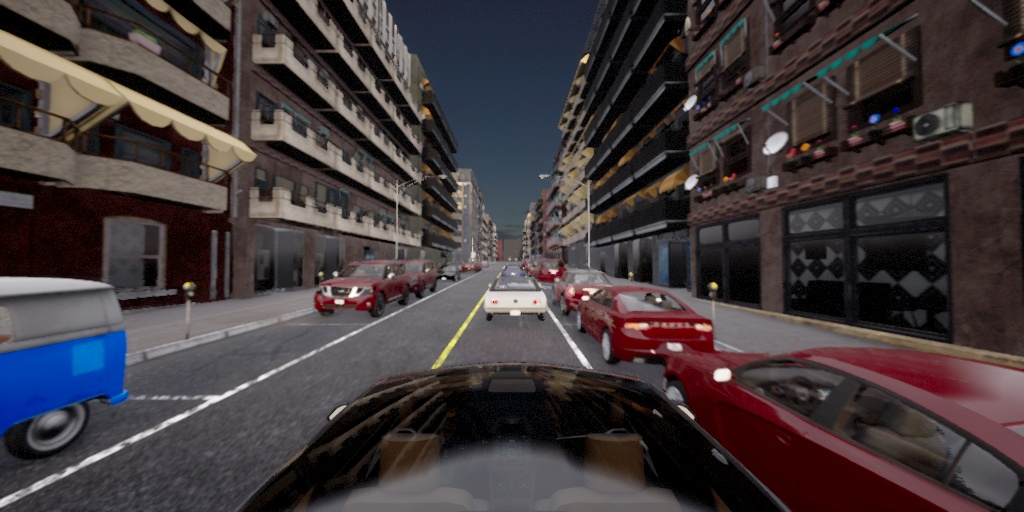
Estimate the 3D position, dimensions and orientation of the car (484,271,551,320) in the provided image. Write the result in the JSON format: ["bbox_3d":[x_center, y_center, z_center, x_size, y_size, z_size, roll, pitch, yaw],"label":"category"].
[{"bbox_3d":[0.102,1.377,12.708,1.895,1.301,4.718,0,0,0],"label":"car"}]

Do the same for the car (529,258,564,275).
[{"bbox_3d":[2.537,1.124,24.515,2.192,1.841,5.009,0,0,0],"label":"car"}]

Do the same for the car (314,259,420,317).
[{"bbox_3d":[-5.313,1.093,13.515,2.192,1.841,5.009,0,0,0],"label":"car"}]

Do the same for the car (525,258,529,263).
[{"bbox_3d":[2.539,1.288,35.577,1.967,1.591,4.097,0,0,0],"label":"car"}]

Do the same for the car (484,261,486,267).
[{"bbox_3d":[-5.307,1.466,52.227,1.888,1.381,4.507,0,0,0],"label":"car"}]

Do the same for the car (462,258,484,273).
[{"bbox_3d":[-5.308,1.209,46.696,2.192,1.841,5.009,0,0,0],"label":"car"}]

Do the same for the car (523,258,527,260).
[{"bbox_3d":[2.542,1.264,57.701,2.192,1.841,5.009,0,0,0],"label":"car"}]

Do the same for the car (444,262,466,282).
[{"bbox_3d":[-5.310,1.394,30.107,1.948,1.339,4.313,0,0,0],"label":"car"}]

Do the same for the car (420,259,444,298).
[{"bbox_3d":[-5.312,1.108,19.045,2.192,1.841,5.009,0,0,0],"label":"car"}]

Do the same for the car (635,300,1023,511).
[{"bbox_3d":[2.568,1.297,2.392,1.888,1.381,4.507,0,0,0],"label":"car"}]

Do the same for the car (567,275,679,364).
[{"bbox_3d":[2.569,1.309,7.922,1.888,1.381,4.507,0,0,0],"label":"car"}]

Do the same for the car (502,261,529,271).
[{"bbox_3d":[0.106,1.391,29.928,1.994,1.385,4.181,0,0,0],"label":"car"}]

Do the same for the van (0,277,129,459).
[{"bbox_3d":[-5.315,1.092,2.455,1.690,1.789,3.998,0,0,0],"label":"van"}]

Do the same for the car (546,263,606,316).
[{"bbox_3d":[2.577,1.218,13.453,1.967,1.591,4.097,0,0,0],"label":"car"}]
